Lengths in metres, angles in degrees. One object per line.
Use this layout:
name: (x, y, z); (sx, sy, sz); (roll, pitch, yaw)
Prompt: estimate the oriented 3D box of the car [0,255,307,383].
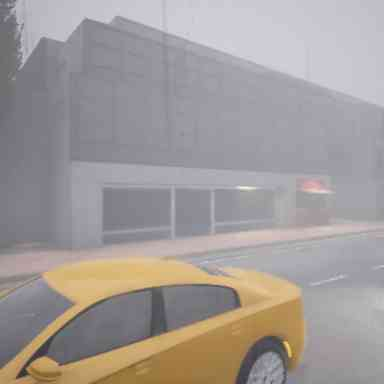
car: (-0.953, 1.480, 3.307); (5.008, 1.535, 1.882); (0, 0, -36)
